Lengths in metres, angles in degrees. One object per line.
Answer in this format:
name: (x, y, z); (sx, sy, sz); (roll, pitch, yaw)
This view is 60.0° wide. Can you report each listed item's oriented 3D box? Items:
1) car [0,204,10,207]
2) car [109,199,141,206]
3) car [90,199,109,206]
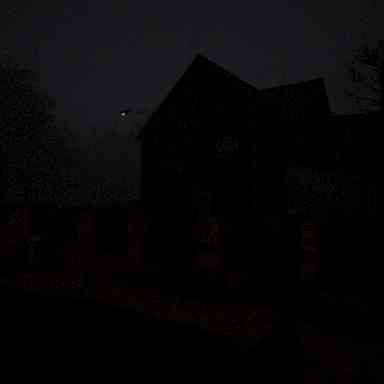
car: (-15.563, 1.648, 24.069); (1.895, 1.301, 4.718); (0, 0, 35)
car: (-6.614, 1.662, 36.713); (1.994, 1.385, 4.181); (0, 0, 35)
car: (-9.625, 1.591, 38.087); (2.128, 1.511, 4.902); (0, 0, 35)
